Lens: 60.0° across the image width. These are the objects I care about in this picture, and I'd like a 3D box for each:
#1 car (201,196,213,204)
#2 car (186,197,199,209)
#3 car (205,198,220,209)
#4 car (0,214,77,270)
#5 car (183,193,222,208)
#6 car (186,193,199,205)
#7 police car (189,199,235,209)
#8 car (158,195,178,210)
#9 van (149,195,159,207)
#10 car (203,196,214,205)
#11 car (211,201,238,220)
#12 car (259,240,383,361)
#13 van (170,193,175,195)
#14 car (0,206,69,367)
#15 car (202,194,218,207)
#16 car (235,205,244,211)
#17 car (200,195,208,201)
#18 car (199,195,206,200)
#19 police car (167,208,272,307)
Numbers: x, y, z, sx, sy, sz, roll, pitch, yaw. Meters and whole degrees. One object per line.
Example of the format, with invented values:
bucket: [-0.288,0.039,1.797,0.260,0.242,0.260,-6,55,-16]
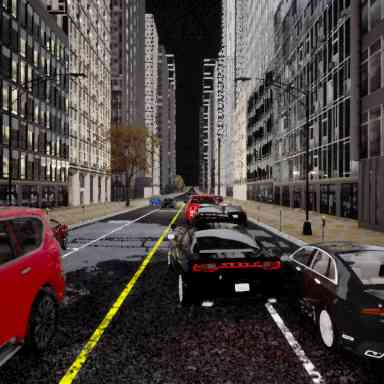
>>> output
car: [2.803,1.509,62.909,1.887,1.381,4.507,0,0,0]
car: [0.108,1.506,45.778,1.812,1.442,4.674,0,0,1]
car: [2.772,1.525,45.814,1.887,1.381,4.507,0,0,0]
car: [-5.673,1.580,11.647,1.802,1.307,4.206,0,0,0]
car: [0.606,1.216,24.207,2.150,2.045,5.566,0,0,-2]
car: [0.110,1.190,58.745,2.150,2.045,5.566,0,0,0]
police car: [0.934,1.421,18.327,1.930,1.638,5.238,0,0,0]
car: [-2.921,1.488,42.447,1.837,1.490,4.892,0,0,0]
van: [-5.600,1.317,51.534,1.690,1.788,3.998,0,0,0]
car: [2.793,1.495,57.381,1.752,1.417,4.829,0,0,0]
car: [2.740,1.537,28.720,1.887,1.381,4.507,0,0,0]
car: [2.697,1.550,5.928,2.008,1.369,4.403,0,0,0]
van: [-5.525,1.264,91.421,1.690,1.788,3.998,0,0,0]
car: [-3.095,1.221,3.110,2.150,2.045,5.566,0,0,0]
car: [2.781,1.290,51.513,2.192,1.841,5.009,0,0,0]
car: [2.729,1.560,23.022,1.947,1.339,4.313,0,0,0]
car: [2.836,1.467,80.175,1.752,1.417,4.829,0,0,0]
car: [2.857,1.489,91.402,1.947,1.339,4.313,0,0,0]
police car: [0.472,1.424,8.227,1.930,1.638,5.238,0,0,-9]
